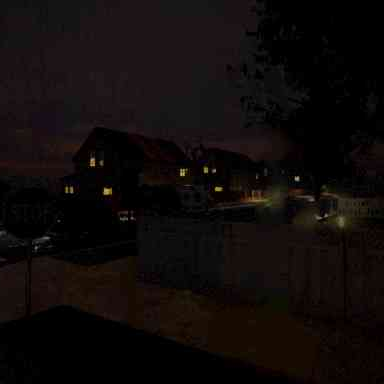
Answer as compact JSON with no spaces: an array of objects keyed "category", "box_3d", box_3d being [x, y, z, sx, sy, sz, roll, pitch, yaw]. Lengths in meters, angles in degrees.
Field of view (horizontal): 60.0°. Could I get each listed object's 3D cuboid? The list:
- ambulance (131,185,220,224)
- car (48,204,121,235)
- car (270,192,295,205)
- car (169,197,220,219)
[{"category":"ambulance","box_3d":[-0.582,0.807,19.752,2.351,2.431,6.366,2,2,35]},{"category":"car","box_3d":[-5.732,1.332,17.398,1.994,1.385,4.181,2,2,36]},{"category":"car","box_3d":[11.411,0.812,41.691,2.128,1.511,4.902,2,2,36]},{"category":"car","box_3d":[0.276,1.173,25.948,1.994,1.385,4.181,2,2,35]}]
